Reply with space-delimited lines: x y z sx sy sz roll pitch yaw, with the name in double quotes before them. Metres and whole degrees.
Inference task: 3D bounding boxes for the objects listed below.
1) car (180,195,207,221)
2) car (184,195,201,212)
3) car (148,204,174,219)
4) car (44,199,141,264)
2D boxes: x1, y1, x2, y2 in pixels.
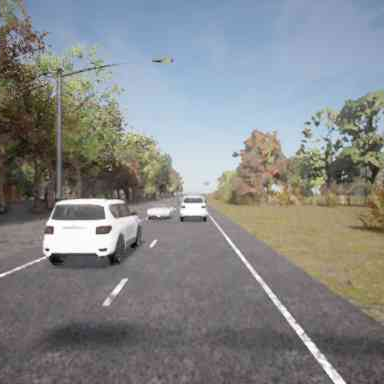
"car" 0.131 1.348 28.733 2.150 2.045 5.566 0 0 0
"car" 0.097 1.417 44.370 2.150 2.045 5.566 0 0 1
"car" -2.746 1.732 30.339 1.895 1.301 4.718 0 0 2
"car" -3.309 1.274 12.125 2.150 2.045 5.566 0 0 1
